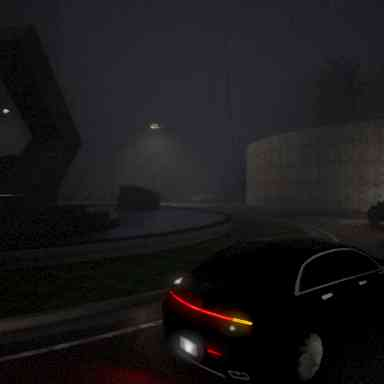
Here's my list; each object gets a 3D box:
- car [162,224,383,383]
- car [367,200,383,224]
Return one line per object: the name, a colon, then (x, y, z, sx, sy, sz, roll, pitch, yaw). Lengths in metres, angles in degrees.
car: (1.819, 1.478, 5.330, 4.892, 1.490, 1.837, -1, 1, -40)
car: (12.549, 1.169, 19.594, 2.150, 2.045, 5.566, 1, 0, 3)
